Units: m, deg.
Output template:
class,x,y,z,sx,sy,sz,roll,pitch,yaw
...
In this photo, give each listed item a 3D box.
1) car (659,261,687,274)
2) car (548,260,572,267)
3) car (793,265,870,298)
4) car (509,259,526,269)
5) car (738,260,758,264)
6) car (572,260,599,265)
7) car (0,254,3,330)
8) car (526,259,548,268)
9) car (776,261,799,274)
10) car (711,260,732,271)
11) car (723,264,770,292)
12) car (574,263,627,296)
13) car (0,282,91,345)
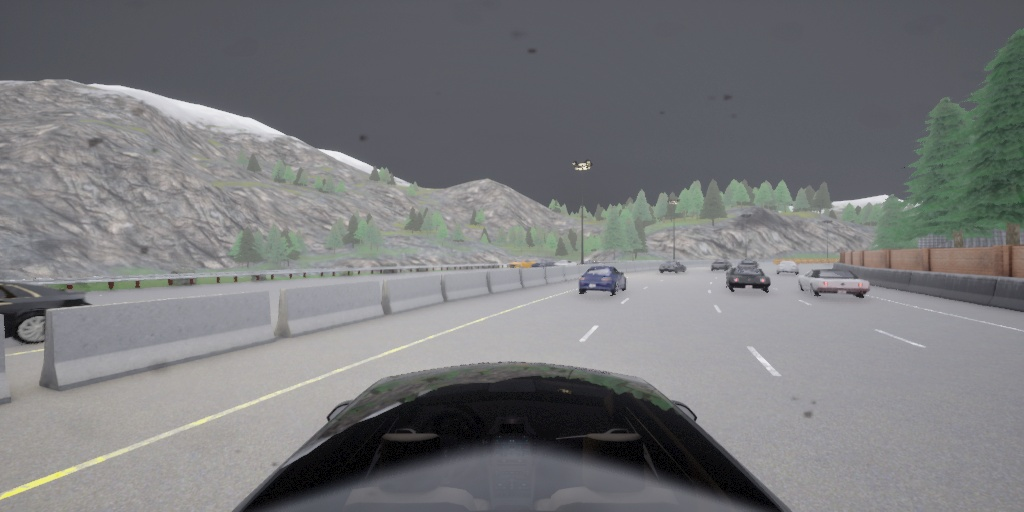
class,x,y,z,sx,sy,sz,roll,pitch,yaw
car,18.783,1.295,41.808,2.033,1.411,5.357,0,0,40
car,7.280,1.274,49.957,1.812,1.442,4.674,0,0,37
car,16.269,1.350,18.430,1.895,1.301,4.718,0,0,29
car,1.504,1.226,53.916,1.882,1.535,5.008,0,0,37
car,27.479,1.237,41.480,2.128,1.511,4.902,0,0,39
car,10.543,1.296,48.484,2.033,1.411,5.357,0,0,37
car,-15.672,0.971,7.412,2.150,2.045,5.566,0,0,20
car,4.749,1.295,52.422,2.033,1.411,5.357,0,0,37
car,30.351,1.275,39.490,1.812,1.442,4.674,0,-1,37
car,27.713,1.236,47.276,2.128,1.511,4.902,0,0,40
car,13.797,1.349,21.172,1.895,1.301,4.718,0,0,29
car,4.928,1.275,19.313,1.812,1.442,4.674,0,0,27
car,-12.032,1.255,7.113,1.837,1.490,4.892,0,0,21
